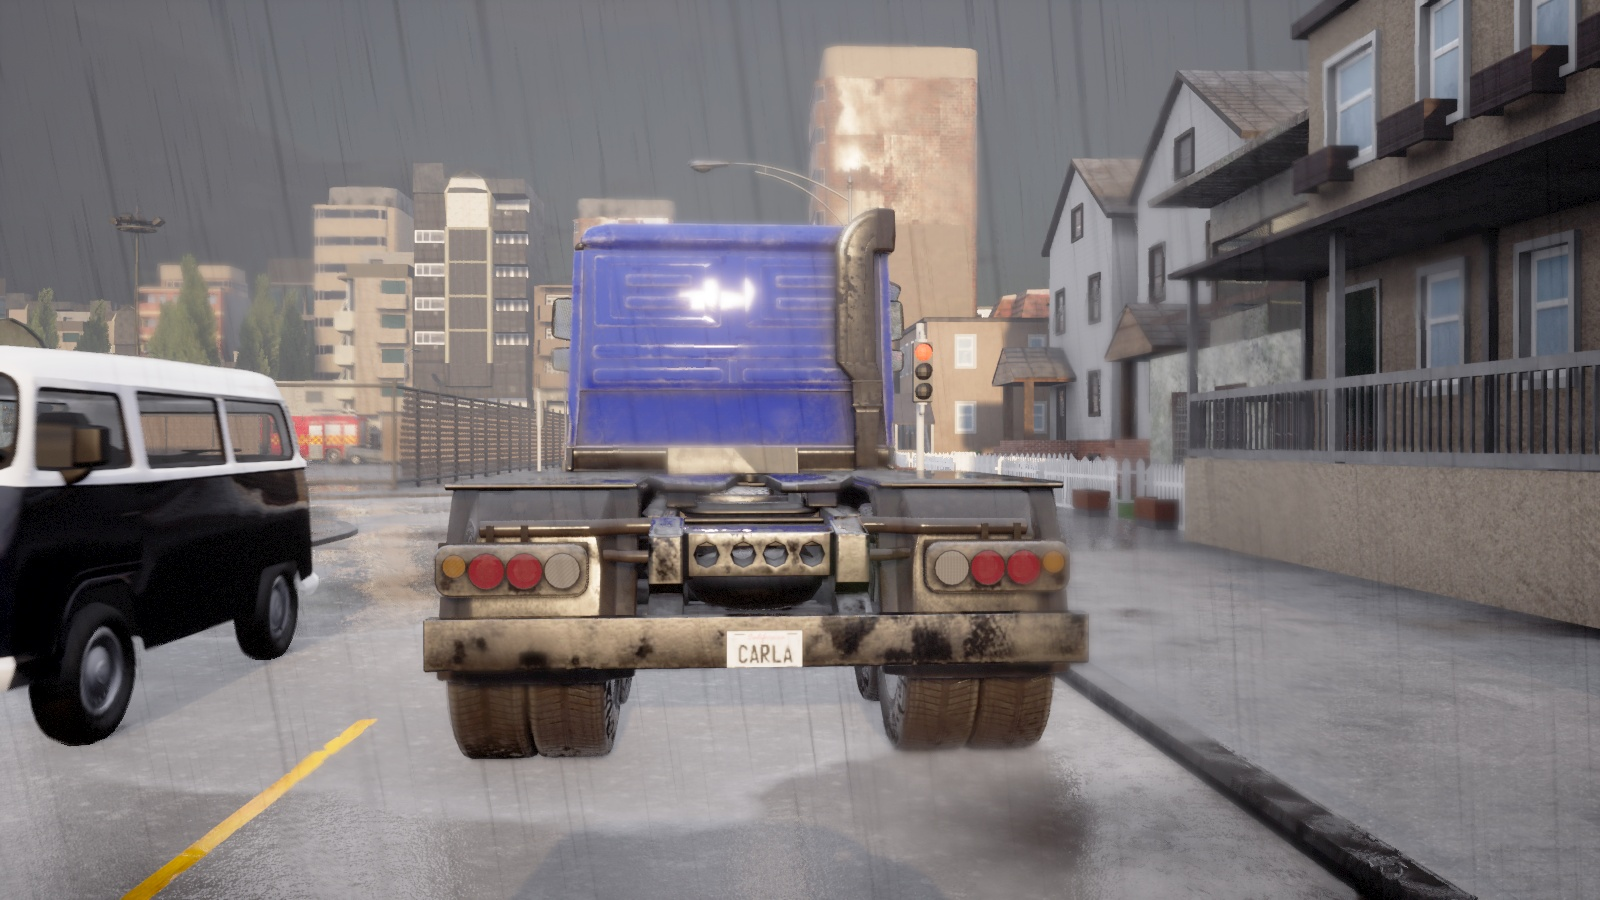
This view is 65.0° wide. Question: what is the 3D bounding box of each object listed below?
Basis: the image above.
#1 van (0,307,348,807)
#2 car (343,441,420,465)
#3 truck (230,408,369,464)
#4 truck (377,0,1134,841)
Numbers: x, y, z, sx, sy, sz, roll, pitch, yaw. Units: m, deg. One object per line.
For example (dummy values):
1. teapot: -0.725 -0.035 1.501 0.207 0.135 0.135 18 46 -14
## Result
1. van: -4.369 0.425 7.305 2.069 2.038 4.480 0 0 -3
2. car: -27.921 0.197 83.916 4.514 1.525 2.007 0 0 -3
3. truck: -34.798 -0.940 87.533 8.468 3.827 2.891 0 0 -3
4. truck: -0.432 -0.285 8.765 2.891 3.462 7.936 0 0 -4
